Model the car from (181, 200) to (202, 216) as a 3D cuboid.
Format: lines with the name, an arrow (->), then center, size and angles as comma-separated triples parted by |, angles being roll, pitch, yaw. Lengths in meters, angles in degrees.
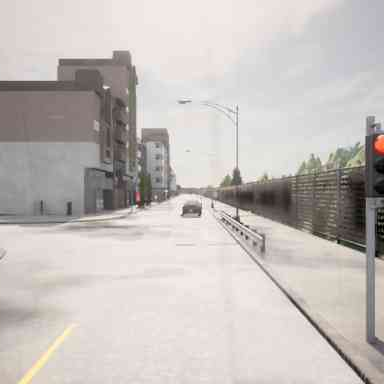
car -> -0.011, 1.525, 32.481 | 1.812, 1.442, 4.674 | 0, 0, 2
